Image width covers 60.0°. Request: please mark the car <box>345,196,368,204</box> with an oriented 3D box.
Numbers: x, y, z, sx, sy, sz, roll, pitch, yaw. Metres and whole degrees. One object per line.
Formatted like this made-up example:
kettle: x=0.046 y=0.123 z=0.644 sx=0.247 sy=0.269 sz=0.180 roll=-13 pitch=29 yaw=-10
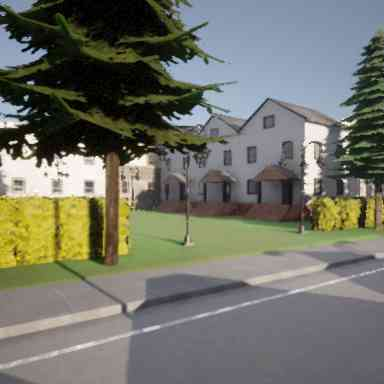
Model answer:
car: x=39.481 y=1.938 z=79.991 sx=1.932 sy=1.855 sz=4.605 roll=1 pitch=0 yaw=-36
